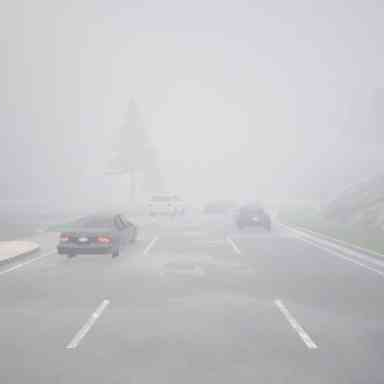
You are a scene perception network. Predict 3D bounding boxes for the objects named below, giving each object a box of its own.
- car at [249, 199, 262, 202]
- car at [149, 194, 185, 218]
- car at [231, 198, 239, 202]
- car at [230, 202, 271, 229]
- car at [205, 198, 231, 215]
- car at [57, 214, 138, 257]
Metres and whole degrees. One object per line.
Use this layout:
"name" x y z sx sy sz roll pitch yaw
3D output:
"car" 7.370 1.526 38.631 1.812 1.442 4.674 0 0 16
"car" -2.144 1.223 29.988 2.150 2.045 5.566 0 0 12
"car" 5.293 1.526 44.148 1.812 1.442 4.674 0 0 16
"car" 3.796 1.564 21.506 1.994 1.385 4.181 0 0 2
"car" 2.534 1.526 34.187 1.812 1.442 4.674 0 0 15
"car" -3.396 1.547 12.909 2.033 1.411 5.357 0 0 0
